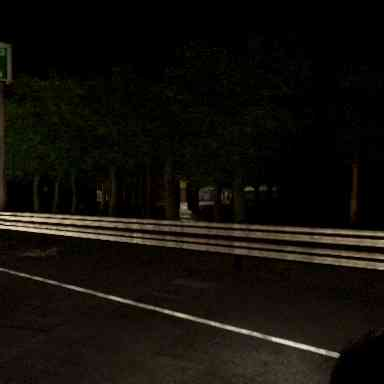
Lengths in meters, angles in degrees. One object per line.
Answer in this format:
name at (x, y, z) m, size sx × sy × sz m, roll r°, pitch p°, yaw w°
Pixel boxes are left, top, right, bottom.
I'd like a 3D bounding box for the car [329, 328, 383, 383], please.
car at (3.276, 1.485, 1.657) m, size 4.892 × 1.490 × 1.837 m, roll -1°, pitch 0°, yaw 35°
